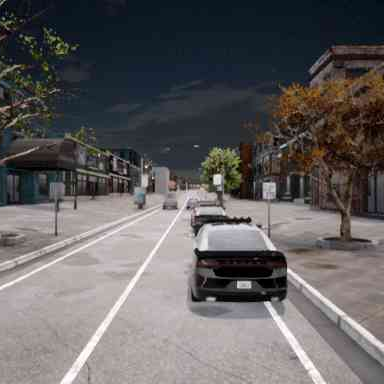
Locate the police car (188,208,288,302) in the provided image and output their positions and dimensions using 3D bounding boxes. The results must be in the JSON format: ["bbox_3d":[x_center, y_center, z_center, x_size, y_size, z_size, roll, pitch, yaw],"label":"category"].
[{"bbox_3d":[0.931,1.440,8.465,1.930,1.638,5.238,0,0,0],"label":"police car"}]

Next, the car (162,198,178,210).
[{"bbox_3d":[-2.834,1.581,43.834,1.837,1.490,4.892,0,0,0],"label":"car"}]

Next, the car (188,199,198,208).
[{"bbox_3d":[0.991,1.397,24.325,2.097,1.767,4.553,0,0,0],"label":"car"}]

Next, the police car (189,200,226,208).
[{"bbox_3d":[0.969,1.460,18.465,1.930,1.638,5.238,0,0,0],"label":"police car"}]
